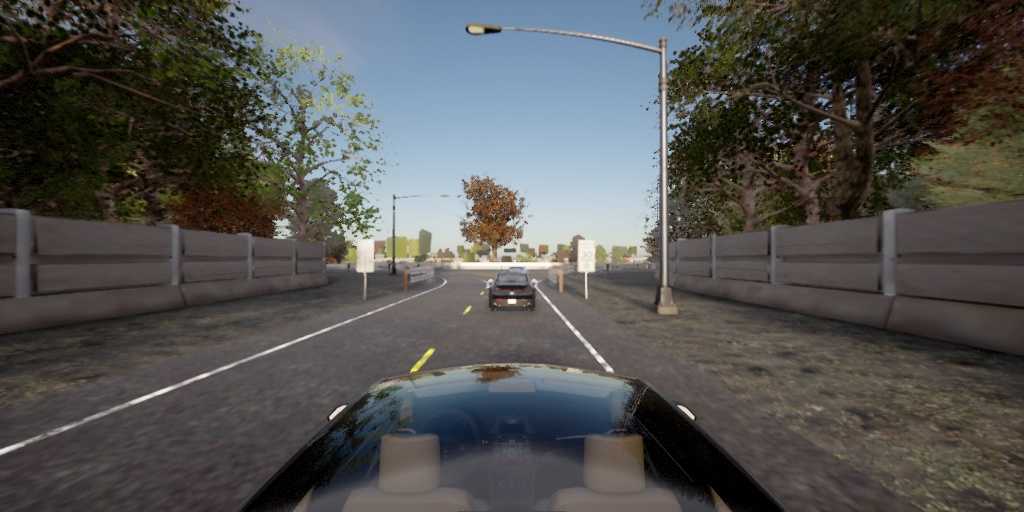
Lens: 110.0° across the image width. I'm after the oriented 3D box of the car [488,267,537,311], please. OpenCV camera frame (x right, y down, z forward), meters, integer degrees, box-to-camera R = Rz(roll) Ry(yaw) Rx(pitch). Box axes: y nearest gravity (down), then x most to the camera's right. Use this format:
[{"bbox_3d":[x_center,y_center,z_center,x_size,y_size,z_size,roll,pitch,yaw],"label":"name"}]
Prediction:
[{"bbox_3d":[0.018,1.399,15.375,1.837,1.490,4.892,0,0,0],"label":"car"}]
